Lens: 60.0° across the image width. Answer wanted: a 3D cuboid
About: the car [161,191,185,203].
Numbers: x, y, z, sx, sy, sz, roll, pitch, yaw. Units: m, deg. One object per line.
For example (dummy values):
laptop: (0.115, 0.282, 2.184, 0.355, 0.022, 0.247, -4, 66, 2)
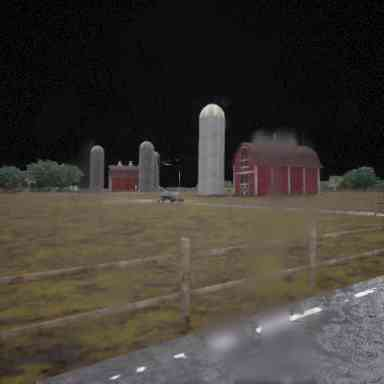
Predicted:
car: (-3.522, 0.887, 60.663, 2.150, 2.045, 5.566, 1, 0, -35)
